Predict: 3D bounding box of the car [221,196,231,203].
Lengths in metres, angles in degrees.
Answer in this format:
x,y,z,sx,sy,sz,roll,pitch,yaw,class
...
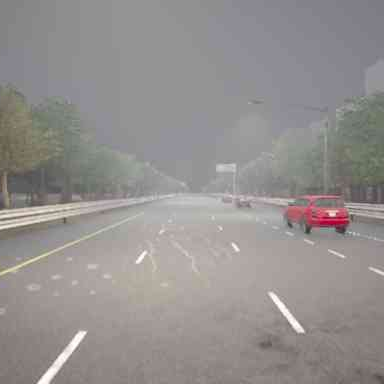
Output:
x,y,z,sx,sy,sz,roll,pitch,yaw,class
7.308,1.555,71.458,2.128,1.511,4.902,0,0,0,car

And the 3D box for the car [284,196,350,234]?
x,y,z,sx,sy,sz,roll,pitch,yaw,class
7.028,1.221,19.301,2.150,2.045,5.566,0,0,0,car

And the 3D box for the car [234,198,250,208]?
x,y,z,sx,sy,sz,roll,pitch,yaw,class
7.141,1.549,47.347,1.812,1.442,4.674,0,0,0,car
